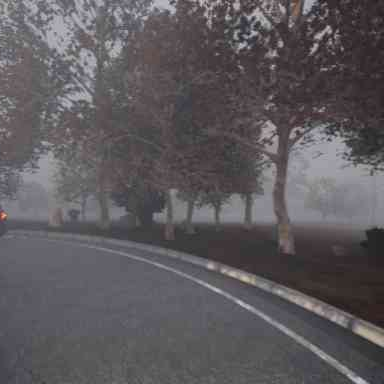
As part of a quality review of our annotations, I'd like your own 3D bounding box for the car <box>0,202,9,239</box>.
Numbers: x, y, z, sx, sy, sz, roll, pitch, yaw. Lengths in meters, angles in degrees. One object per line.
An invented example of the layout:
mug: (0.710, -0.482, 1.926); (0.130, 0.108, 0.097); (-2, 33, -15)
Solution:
car: (-10.404, 1.180, 14.159); (5.566, 2.045, 2.150); (0, 1, 23)
